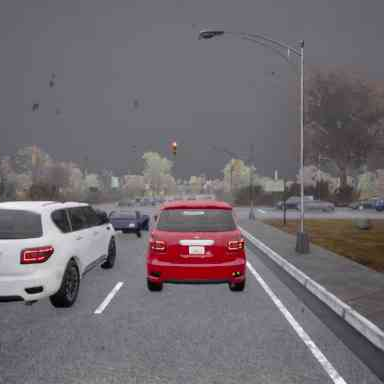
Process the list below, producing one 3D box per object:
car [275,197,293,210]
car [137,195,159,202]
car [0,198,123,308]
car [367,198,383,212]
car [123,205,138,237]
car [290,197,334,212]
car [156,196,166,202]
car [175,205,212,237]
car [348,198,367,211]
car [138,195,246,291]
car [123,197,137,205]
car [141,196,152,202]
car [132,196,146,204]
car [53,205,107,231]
[{"bbox_3d":[12.594,1.352,41.060,4.553,1.767,2.097,0,0,3],"label":"car"},{"bbox_3d":[-7.124,1.352,54.364,2.097,1.767,4.553,0,0,0],"label":"car"},{"bbox_3d":[-3.407,1.221,8.069,2.150,2.045,5.566,0,0,0],"label":"car"},{"bbox_3d":[23.079,1.212,36.990,5.566,2.045,2.150,0,0,3],"label":"car"},{"bbox_3d":[-3.415,1.601,17.837,1.895,1.301,4.718,0,0,0],"label":"car"},{"bbox_3d":[13.743,1.564,37.491,4.181,1.385,1.994,0,0,3],"label":"car"},{"bbox_3d":[-7.070,1.595,76.612,1.895,1.301,4.718,0,0,0],"label":"car"},{"bbox_3d":[0.084,1.526,18.824,1.812,1.442,4.674,0,0,0],"label":"car"},{"bbox_3d":[21.725,1.499,40.569,4.892,1.490,1.837,0,0,3],"label":"car"},{"bbox_3d":[0.090,1.221,9.131,2.150,2.045,5.566,0,0,0],"label":"car"},{"bbox_3d":[-10.657,1.601,54.423,1.895,1.301,4.718,0,0,1],"label":"car"},{"bbox_3d":[-10.571,1.552,76.803,1.994,1.385,4.181,0,0,0],"label":"car"},{"bbox_3d":[-10.581,1.564,66.516,1.994,1.385,4.181,0,0,0],"label":"car"},{"bbox_3d":[-7.119,1.601,21.715,1.895,1.301,4.718,0,0,0],"label":"car"}]
